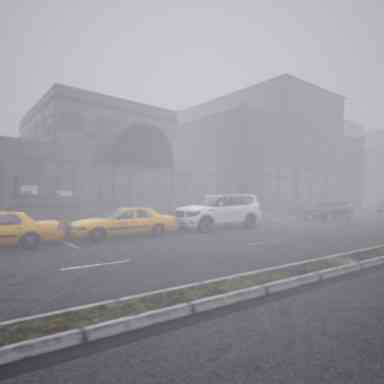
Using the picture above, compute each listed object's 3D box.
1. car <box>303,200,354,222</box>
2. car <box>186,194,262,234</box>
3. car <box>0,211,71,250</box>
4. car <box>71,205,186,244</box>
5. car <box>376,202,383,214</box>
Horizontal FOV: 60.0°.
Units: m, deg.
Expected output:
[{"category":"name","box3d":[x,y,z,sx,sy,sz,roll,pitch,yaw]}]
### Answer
[{"category":"car","box3d":[10.518,1.378,25.482,4.792,1.488,2.163,0,0,-36]},{"category":"car","box3d":[1.551,1.128,19.030,5.566,2.045,2.435,0,0,-36]},{"category":"car","box3d":[-7.654,1.408,12.419,5.366,1.575,1.946,0,0,-36]},{"category":"car","box3d":[-3.168,1.392,15.643,5.366,1.575,1.946,0,0,-36]},{"category":"car","box3d":[19.524,1.319,31.949,4.892,1.521,2.231,0,0,-36]}]
